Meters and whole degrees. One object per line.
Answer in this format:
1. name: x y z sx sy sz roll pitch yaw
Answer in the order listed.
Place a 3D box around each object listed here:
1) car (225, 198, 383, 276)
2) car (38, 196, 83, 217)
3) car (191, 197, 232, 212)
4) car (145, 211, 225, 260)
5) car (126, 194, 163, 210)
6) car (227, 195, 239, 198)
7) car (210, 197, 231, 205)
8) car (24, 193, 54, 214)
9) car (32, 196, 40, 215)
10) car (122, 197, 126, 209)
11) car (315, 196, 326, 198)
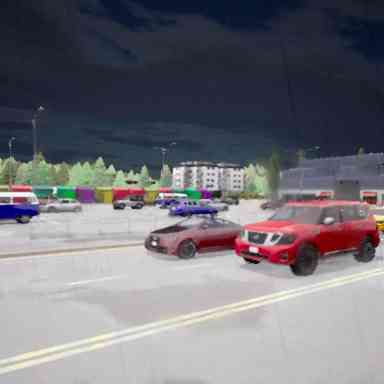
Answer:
1. car: 3.995 1.312 10.984 5.566 2.045 2.150 1 0 -35
2. car: -13.352 1.443 34.182 3.806 1.475 1.970 1 0 -35
3. car: 2.359 1.604 37.988 3.806 1.475 1.970 1 0 -35
4. car: 0.330 1.629 12.721 4.181 1.385 1.994 1 0 -35
5. car: -7.290 1.344 51.860 4.605 1.855 1.932 1 0 -35
6. car: 7.132 1.526 61.807 3.866 1.878 1.905 1 0 -35
7. car: 5.498 1.762 64.197 3.806 1.475 1.970 1 0 -35
8. car: -16.552 1.195 38.751 4.605 1.855 1.932 1 0 -35
9. car: -14.991 1.409 36.568 3.905 1.438 1.784 1 0 -35
10. car: -8.881 1.552 54.282 3.905 1.438 1.784 1 0 -35
11. car: 18.284 1.546 45.660 3.866 1.878 1.905 1 0 -35
